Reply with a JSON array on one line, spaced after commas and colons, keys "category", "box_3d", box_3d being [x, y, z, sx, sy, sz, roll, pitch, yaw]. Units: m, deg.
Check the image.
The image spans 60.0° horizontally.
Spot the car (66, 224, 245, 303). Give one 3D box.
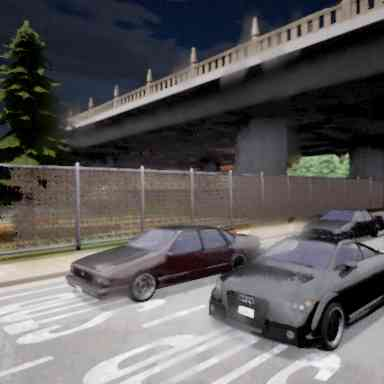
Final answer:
[{"category": "car", "box_3d": [-0.332, 1.586, 8.632, 5.357, 1.411, 2.033, -1, 0, -41]}]

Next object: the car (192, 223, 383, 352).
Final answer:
[{"category": "car", "box_3d": [2.270, 1.555, 6.243, 4.181, 1.385, 1.994, -1, 0, -42]}]

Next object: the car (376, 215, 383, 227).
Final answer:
[{"category": "car", "box_3d": [8.494, 1.464, 11.885, 4.181, 1.385, 1.994, -1, 0, -43]}]

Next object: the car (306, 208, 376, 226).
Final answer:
[{"category": "car", "box_3d": [7.150, 1.476, 15.377, 5.357, 1.411, 2.033, -1, 0, -42]}]
